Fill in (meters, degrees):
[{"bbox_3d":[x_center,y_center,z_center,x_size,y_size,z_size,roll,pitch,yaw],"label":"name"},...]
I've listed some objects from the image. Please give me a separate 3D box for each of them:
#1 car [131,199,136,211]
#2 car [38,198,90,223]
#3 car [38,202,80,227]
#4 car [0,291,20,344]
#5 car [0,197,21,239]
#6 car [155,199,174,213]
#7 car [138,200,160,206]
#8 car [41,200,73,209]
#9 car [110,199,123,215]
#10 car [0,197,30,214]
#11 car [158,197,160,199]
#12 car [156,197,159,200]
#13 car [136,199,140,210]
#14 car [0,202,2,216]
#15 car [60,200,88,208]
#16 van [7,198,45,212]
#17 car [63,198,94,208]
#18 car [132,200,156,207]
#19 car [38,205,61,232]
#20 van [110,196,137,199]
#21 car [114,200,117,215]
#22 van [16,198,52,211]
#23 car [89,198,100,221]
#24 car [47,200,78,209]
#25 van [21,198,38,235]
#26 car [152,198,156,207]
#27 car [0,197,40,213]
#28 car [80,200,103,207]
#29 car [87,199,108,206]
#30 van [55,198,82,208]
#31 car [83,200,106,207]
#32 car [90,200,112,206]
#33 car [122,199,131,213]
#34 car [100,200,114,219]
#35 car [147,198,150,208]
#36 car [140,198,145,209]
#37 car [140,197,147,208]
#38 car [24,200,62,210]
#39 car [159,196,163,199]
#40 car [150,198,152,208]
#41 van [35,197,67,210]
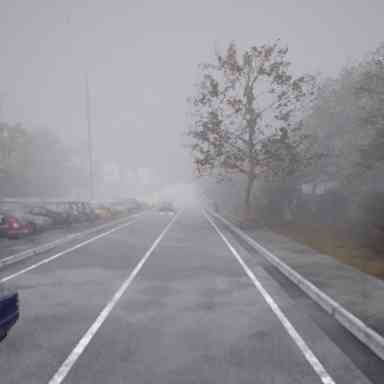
[{"bbox_3d":[-10.265,1.985,43.774,4.792,1.488,2.163,0,-1,0],"label":"car"},{"bbox_3d":[-10.274,1.531,24.346,4.553,1.767,2.185,0,-1,0],"label":"car"},{"bbox_3d":[-10.302,1.613,21.568,5.008,1.535,2.097,0,-1,0],"label":"car"},{"bbox_3d":[-3.350,1.608,2.453,1.895,1.301,4.718,0,0,0],"label":"car"},{"bbox_3d":[-10.341,1.234,13.244,5.566,2.045,2.435,0,-1,0],"label":"car"},{"bbox_3d":[-3.376,2.031,45.229,2.033,1.411,5.357,0,-1,0],"label":"car"},{"bbox_3d":[-10.277,2.692,79.847,5.008,1.535,2.097,0,-1,0],"label":"car"},{"bbox_3d":[-23.394,2.207,57.713,4.792,1.488,2.163,0,-1,0],"label":"car"},{"bbox_3d":[-10.305,1.828,35.447,4.892,1.521,2.231,0,-1,0],"label":"car"},{"bbox_3d":[-23.347,1.662,41.102,5.566,2.045,2.435,0,-1,0],"label":"car"},{"bbox_3d":[-10.461,2.555,74.296,5.366,1.575,1.946,0,-1,0],"label":"car"},{"bbox_3d":[-10.093,2.422,68.745,5.366,1.575,1.946,0,-1,0],"label":"car"},{"bbox_3d":[-10.263,2.028,46.550,4.792,1.488,2.163,0,-1,0],"label":"car"},{"bbox_3d":[-23.373,1.828,35.557,5.008,1.535,2.097,0,-1,0],"label":"car"},{"bbox_3d":[-23.332,2.387,66.016,4.792,1.488,2.163,0,-1,0],"label":"car"},{"bbox_3d":[-23.255,1.773,46.641,4.442,1.987,1.878,0,-1,0],"label":"van"},{"bbox_3d":[-23.387,2.173,68.791,5.566,2.045,2.435,0,-1,0],"label":"car"},{"bbox_3d":[-10.283,2.493,71.520,4.892,1.521,2.231,0,-1,0],"label":"car"},{"bbox_3d":[-10.312,1.611,18.791,4.674,1.452,2.002,0,-1,0],"label":"car"},{"bbox_3d":[-10.407,1.815,49.330,4.442,1.987,1.878,0,-1,0],"label":"van"},{"bbox_3d":[-10.294,1.786,32.671,4.892,1.521,2.231,0,-1,0],"label":"car"},{"bbox_3d":[-23.487,1.815,49.411,4.442,1.987,1.878,0,-1,0],"label":"van"},{"bbox_3d":[-10.273,1.573,27.122,4.553,1.767,2.185,0,-1,0],"label":"car"},{"bbox_3d":[-23.392,2.259,60.352,4.792,1.488,2.163,0,-1,0],"label":"car"},{"bbox_3d":[-10.194,1.302,16.020,4.442,1.987,1.878,0,-1,0],"label":"van"},{"bbox_3d":[-10.097,2.288,63.074,5.366,1.575,1.946,0,-1,0],"label":"car"},{"bbox_3d":[-23.345,1.704,43.872,5.566,2.045,2.435,0,-1,0],"label":"car"},{"bbox_3d":[-23.350,2.665,77.091,4.674,1.452,2.002,0,-1,0],"label":"car"},{"bbox_3d":[-23.381,2.630,82.509,4.553,1.767,2.185,0,-1,0],"label":"car"},{"bbox_3d":[-23.479,2.065,63.128,4.442,1.987,1.878,0,-1,0],"label":"van"},{"bbox_3d":[-23.322,2.721,79.861,4.792,1.488,2.163,0,-1,0],"label":"car"},{"bbox_3d":[-23.343,2.822,85.277,5.008,1.535,2.097,0,-1,0],"label":"car"},{"bbox_3d":[-10.112,1.867,38.223,5.366,1.575,1.946,0,-1,0],"label":"car"},{"bbox_3d":[-10.117,1.739,29.896,5.366,1.575,1.946,0,-1,0],"label":"car"},{"bbox_3d":[-10.279,2.179,57.655,4.892,1.521,2.231,0,-1,0],"label":"car"},{"bbox_3d":[-10.318,2.113,52.102,4.792,1.488,2.163,0,-1,0],"label":"car"},{"bbox_3d":[-10.318,2.003,54.878,4.553,1.767,2.185,0,-1,0],"label":"car"},{"bbox_3d":[-23.374,2.083,52.177,5.008,1.535,2.097,0,-1,0],"label":"car"},{"bbox_3d":[-10.302,2.374,77.078,5.566,2.045,2.435,0,-1,0],"label":"car"},{"bbox_3d":[-10.469,2.229,60.422,5.366,1.575,1.946,0,-1,0],"label":"car"},{"bbox_3d":[-23.258,1.903,54.966,4.442,1.987,1.878,0,-1,0],"label":"van"}]
